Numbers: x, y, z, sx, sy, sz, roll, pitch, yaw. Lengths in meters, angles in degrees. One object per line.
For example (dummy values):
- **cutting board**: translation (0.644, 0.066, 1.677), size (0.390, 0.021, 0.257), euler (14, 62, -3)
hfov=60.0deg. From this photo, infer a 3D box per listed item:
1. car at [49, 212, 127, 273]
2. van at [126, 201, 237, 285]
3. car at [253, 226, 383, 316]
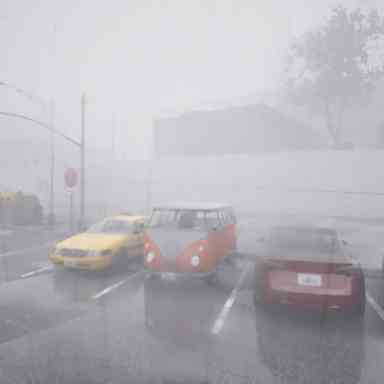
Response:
- **car**: translation (-2.346, 1.462, 10.965), size (1.946, 1.575, 5.366), euler (1, 0, 16)
- **van**: translation (0.098, 1.248, 9.295), size (1.878, 1.987, 4.442), euler (1, 0, 16)
- **car**: translation (2.553, 1.514, 7.698), size (2.163, 1.488, 4.792), euler (0, -1, 16)
